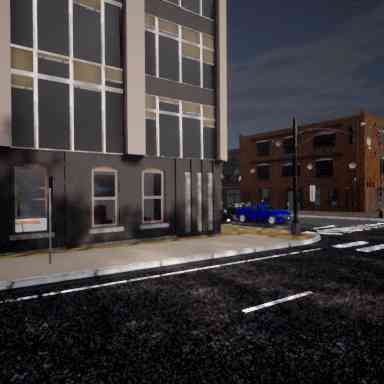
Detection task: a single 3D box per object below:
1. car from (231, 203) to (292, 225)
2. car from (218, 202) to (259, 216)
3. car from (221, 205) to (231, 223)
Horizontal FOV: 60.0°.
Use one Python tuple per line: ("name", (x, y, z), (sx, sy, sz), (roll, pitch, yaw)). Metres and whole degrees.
("car", (5.854, 1.766, 27.432), (1.882, 1.535, 5.008), (-1, 0, -38))
("car", (5.260, 1.920, 38.108), (2.008, 1.369, 4.403), (-2, 0, -37))
("car", (1.632, 1.935, 28.515), (1.947, 1.339, 4.313), (-2, 0, -37))
